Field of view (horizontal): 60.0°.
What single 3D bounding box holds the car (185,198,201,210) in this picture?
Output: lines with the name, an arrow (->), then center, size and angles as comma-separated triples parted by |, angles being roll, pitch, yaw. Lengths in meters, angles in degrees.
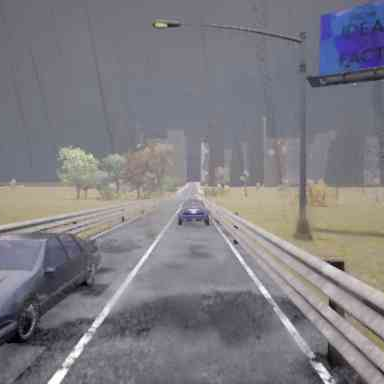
car -> 0.118, 1.551, 42.467 | 1.994, 1.385, 4.181 | 0, 0, 0

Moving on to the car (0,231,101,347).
car -> -3.328, 1.546, 6.648 | 2.033, 1.411, 5.357 | 0, 0, 0

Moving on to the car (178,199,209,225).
car -> 0.112, 1.344, 24.193 | 2.097, 1.767, 4.553 | 0, 0, 0
